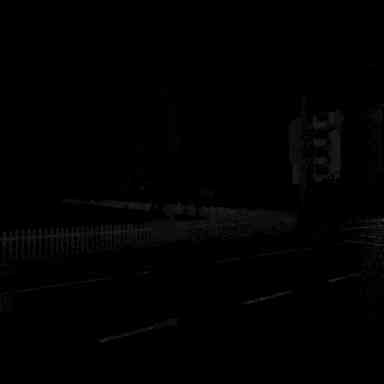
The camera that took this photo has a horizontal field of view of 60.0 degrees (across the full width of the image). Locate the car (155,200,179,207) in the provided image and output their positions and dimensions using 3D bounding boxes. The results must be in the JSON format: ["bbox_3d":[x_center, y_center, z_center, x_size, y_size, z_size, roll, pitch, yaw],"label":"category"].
[{"bbox_3d":[-3.820,1.824,51.576,1.895,1.301,4.718,0,0,-34],"label":"car"}]

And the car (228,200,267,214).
[{"bbox_3d":[6.073,1.647,36.758,2.128,1.511,4.902,0,0,-34],"label":"car"}]
